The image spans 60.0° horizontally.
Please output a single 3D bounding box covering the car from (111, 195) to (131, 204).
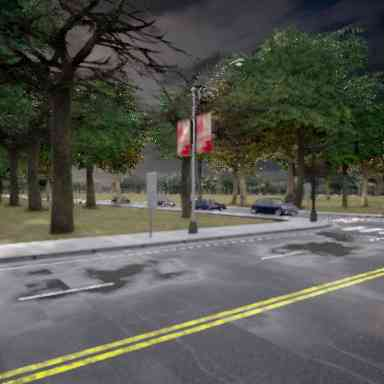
[{"bbox_3d":[-12.919,1.383,60.495,2.097,1.767,4.553,0,0,-35],"label":"car"}]

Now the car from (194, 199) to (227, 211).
[{"bbox_3d":[1.827,1.529,39.586,2.033,1.411,5.357,0,0,-35],"label":"car"}]

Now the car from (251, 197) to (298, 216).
[{"bbox_3d":[7.706,1.347,31.313,2.097,1.767,4.553,0,0,-35],"label":"car"}]

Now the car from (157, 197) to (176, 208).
[{"bbox_3d":[-4.210,1.464,48.091,2.128,1.511,4.902,0,0,-35],"label":"car"}]
